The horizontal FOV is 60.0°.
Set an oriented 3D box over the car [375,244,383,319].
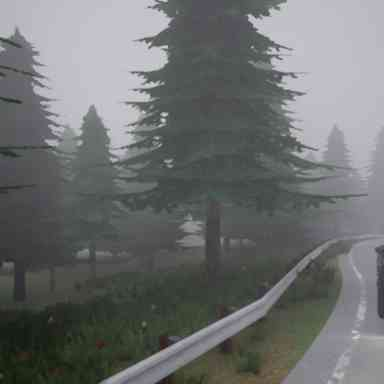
[{"bbox_3d":[5.144,1.573,7.086,2.097,1.767,4.553,0,-3,29],"label":"car"}]
